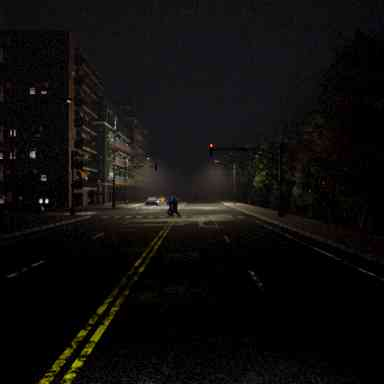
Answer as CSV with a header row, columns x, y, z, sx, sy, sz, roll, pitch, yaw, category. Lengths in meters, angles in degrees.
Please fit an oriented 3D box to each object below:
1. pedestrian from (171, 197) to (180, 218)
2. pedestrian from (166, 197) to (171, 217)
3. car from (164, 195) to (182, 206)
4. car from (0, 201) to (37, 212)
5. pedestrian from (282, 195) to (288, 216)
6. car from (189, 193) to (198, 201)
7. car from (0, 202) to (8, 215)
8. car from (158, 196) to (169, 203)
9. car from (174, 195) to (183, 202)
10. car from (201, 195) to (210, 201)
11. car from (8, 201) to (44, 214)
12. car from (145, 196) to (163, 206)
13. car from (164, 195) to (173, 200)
x,y,z,sx,sy,sz,roll,pitch,yaw,category
-1.404,1.301,28.091,0.375,1.860,0.375,0,0,0,pedestrian
-1.963,1.307,29.391,0.375,1.860,0.375,0,0,0,pedestrian
-3.165,1.499,55.843,1.882,1.535,5.008,0,0,0,car
-22.654,1.857,43.273,4.206,1.307,1.802,-1,1,-1,car
8.058,1.149,28.758,0.375,1.860,0.375,0,0,0,pedestrian
0.269,1.266,85.613,2.150,2.045,5.566,0,0,0,car
-22.563,1.596,34.623,5.009,1.841,2.192,-1,1,-1,car
-6.270,1.562,74.194,2.128,1.511,4.902,0,0,0,car
-3.015,1.538,75.385,1.837,1.490,4.892,0,0,0,car
3.519,1.541,85.571,1.837,1.490,4.892,0,0,0,car
-19.218,1.728,37.427,4.902,1.511,2.128,-1,0,1,car
-6.421,1.568,54.401,2.033,1.411,5.357,0,0,0,car
-6.221,1.437,89.091,1.895,1.301,4.718,0,0,0,car
